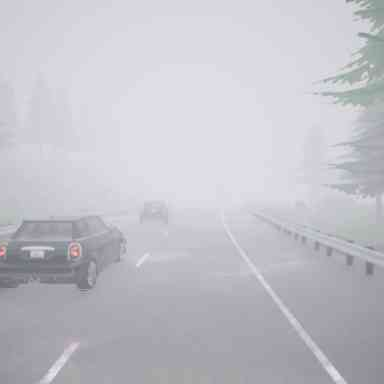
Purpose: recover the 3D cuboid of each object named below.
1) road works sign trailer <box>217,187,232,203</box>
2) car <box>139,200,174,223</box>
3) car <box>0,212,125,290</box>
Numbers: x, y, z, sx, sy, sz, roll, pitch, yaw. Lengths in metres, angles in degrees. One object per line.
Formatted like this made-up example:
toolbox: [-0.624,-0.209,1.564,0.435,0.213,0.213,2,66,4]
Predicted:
road works sign trailer: [6.537,0.584,70.086,2.380,3.560,2.880,0,0,12]
car: [-2.630,1.392,25.761,2.097,1.767,4.553,0,0,4]
car: [-3.302,1.365,9.306,2.097,1.767,4.553,0,0,1]
